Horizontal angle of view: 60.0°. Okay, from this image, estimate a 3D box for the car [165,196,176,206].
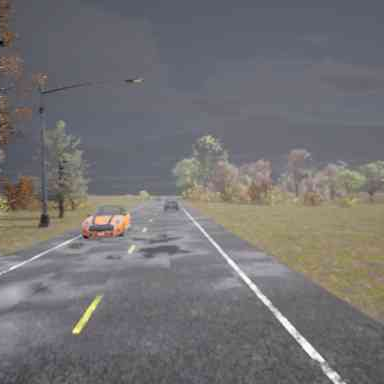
[{"bbox_3d":[-4.126,1.616,64.298,2.097,1.767,4.553,-2,0,-3],"label":"car"}]

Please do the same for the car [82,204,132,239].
[{"bbox_3d":[-4.708,1.548,18.881,2.097,1.767,4.553,-2,0,-4],"label":"car"}]

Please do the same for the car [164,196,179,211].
[{"bbox_3d":[-2.743,1.670,44.535,2.128,1.511,4.902,-2,0,-4],"label":"car"}]
